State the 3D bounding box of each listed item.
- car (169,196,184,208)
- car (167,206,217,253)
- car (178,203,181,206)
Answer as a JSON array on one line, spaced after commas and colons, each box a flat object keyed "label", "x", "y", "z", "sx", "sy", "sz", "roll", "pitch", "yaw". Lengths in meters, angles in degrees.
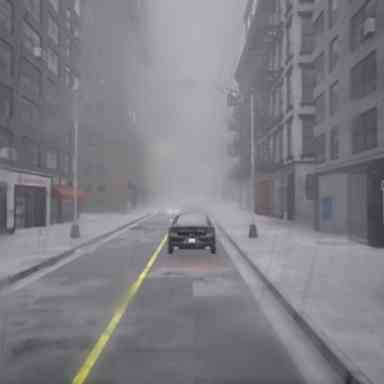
[{"label": "car", "x": -2.745, "y": 1.883, "z": 54.456, "sx": 2.128, "sy": 1.511, "sz": 4.902, "roll": 0, "pitch": 0, "yaw": 0}, {"label": "car", "x": 0.010, "y": 1.608, "z": 14.485, "sx": 1.882, "sy": 1.535, "sz": 5.008, "roll": 0, "pitch": 0, "yaw": 0}, {"label": "car", "x": 0.006, "y": 1.841, "z": 29.118, "sx": 1.895, "sy": 1.301, "sz": 4.718, "roll": 0, "pitch": 0, "yaw": 0}]
